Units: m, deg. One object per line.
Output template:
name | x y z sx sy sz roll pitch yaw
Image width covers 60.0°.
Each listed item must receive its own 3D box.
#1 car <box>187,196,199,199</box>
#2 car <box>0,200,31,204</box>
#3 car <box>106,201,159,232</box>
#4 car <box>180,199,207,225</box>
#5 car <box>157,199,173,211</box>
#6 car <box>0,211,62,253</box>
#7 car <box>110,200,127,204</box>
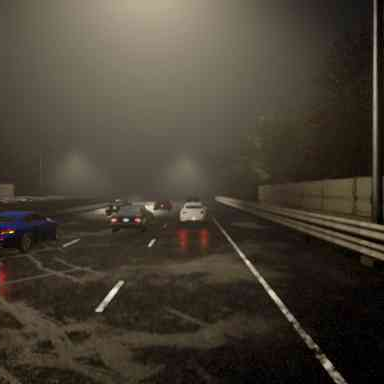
car | 0.115 1.266 41.687 2.097 1.767 4.553 0 0 0
car | -17.551 1.490 34.029 1.994 1.385 4.181 0 0 0
car | -3.390 1.496 19.580 2.033 1.411 5.357 0 0 0
car | 0.108 1.468 23.530 1.812 1.442 4.674 0 0 0
car | -3.384 1.481 39.799 1.994 1.385 4.181 0 0 0
car | -6.896 1.488 13.382 1.812 1.442 4.674 0 0 0
car | -6.886 1.476 32.114 2.033 1.411 5.357 0 0 0
